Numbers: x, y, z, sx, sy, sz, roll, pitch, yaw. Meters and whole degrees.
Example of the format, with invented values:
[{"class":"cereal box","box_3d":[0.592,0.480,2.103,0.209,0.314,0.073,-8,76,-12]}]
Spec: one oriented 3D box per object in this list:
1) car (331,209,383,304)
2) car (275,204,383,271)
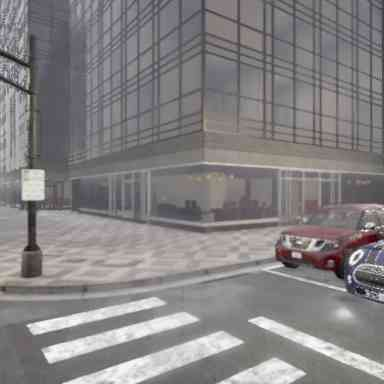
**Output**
[{"class":"car","box_3d":[5.411,1.343,7.308,4.553,1.767,2.097,0,0,-34]},{"class":"car","box_3d":[4.751,1.309,10.041,5.009,1.841,2.192,0,0,-36]}]
